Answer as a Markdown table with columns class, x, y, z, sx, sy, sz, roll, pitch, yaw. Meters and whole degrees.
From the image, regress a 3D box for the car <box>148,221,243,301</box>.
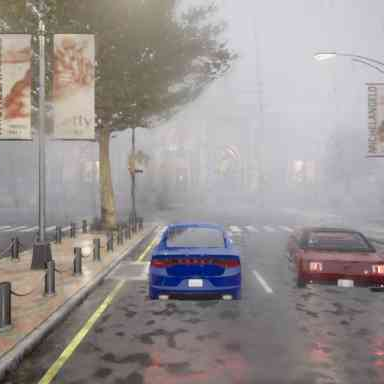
| class | x | y | z | sx | sy | sz | roll | pitch | yaw |
| --- | --- | --- | --- | --- | --- | --- | --- | --- | --- |
| car | 0.073 | 1.478 | 8.428 | 1.882 | 1.535 | 5.008 | 0 | 0 | 0 |

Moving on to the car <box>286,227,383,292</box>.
| class | x | y | z | sx | sy | sz | roll | pitch | yaw |
| --- | --- | --- | --- | --- | --- | --- | --- | --- | --- |
| car | 3.679 | 1.601 | 9.054 | 1.895 | 1.301 | 4.718 | 0 | 0 | 13 |
